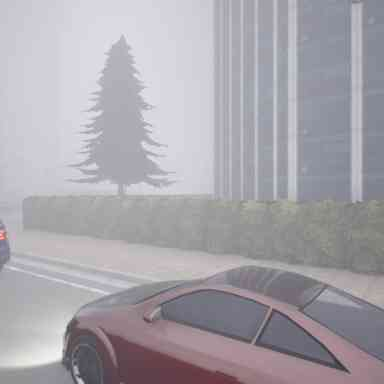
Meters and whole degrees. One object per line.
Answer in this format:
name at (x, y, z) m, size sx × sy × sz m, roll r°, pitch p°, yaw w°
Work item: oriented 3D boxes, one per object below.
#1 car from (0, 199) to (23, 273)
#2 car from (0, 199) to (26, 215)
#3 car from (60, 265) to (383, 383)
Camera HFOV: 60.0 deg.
car at (-7.160, 1.219, 9.062) m, size 5.566 × 2.045 × 2.150 m, roll 0°, pitch 0°, yaw 35°
car at (-19.866, 1.552, 33.953) m, size 1.837 × 1.490 × 4.892 m, roll 0°, pitch 0°, yaw 35°
car at (0.451, 1.564, 3.671) m, size 4.181 × 1.385 × 1.994 m, roll 0°, pitch 0°, yaw 35°
